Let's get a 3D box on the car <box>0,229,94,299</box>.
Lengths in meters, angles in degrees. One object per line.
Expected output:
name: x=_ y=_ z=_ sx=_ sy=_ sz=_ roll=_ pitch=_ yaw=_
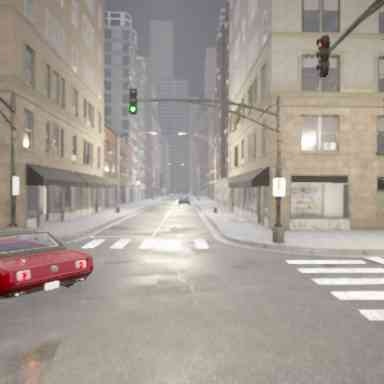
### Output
car: x=-4.513 y=1.555 z=7.973 sx=4.718 sy=1.301 sz=1.895 roll=0 pitch=0 yaw=38

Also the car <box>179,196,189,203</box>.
car: x=-1.519 y=1.402 z=62.152 sx=1.895 sy=1.301 sz=4.718 roll=0 pitch=0 yaw=-1

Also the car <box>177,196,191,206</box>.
car: x=-1.188 y=1.365 z=52.228 sx=1.812 sy=1.442 sz=4.674 roll=0 pitch=0 yaw=-1
